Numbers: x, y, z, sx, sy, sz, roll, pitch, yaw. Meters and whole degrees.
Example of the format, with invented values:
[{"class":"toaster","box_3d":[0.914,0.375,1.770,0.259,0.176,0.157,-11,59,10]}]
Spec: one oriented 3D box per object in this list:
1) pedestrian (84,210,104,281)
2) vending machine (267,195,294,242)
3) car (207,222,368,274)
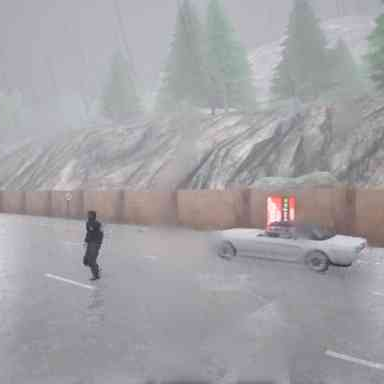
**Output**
[{"class":"pedestrian","box_3d":[-2.495,1.294,8.387,0.375,1.860,0.375,0,0,38]},{"class":"vending machine","box_3d":[4.195,1.195,15.698,0.880,2.100,1.100,0,0,37]},{"class":"car","box_3d":[2.861,1.601,10.633,4.718,1.301,1.895,0,0,36]}]
